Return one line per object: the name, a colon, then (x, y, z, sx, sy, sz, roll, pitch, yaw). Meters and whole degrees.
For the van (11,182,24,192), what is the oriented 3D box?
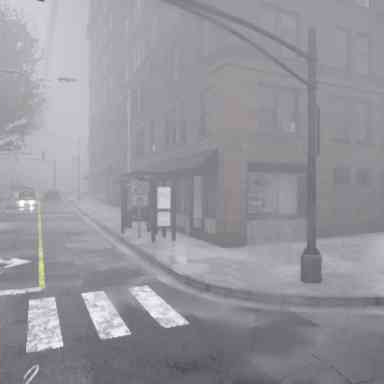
van: (-33.925, -0.964, 64.025, 1.690, 1.788, 3.998, 2, 1, -25)

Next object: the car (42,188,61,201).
car: (-17.417, 0.236, 41.276, 1.837, 1.490, 4.892, 0, 3, -25)

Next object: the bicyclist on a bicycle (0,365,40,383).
bicyclist on a bicycle: (-1.571, 1.449, 1.958, 1.509, 1.612, 0.866, -2, 1, -25)

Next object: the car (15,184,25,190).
car: (-41.900, -1.283, 81.143, 1.887, 1.381, 4.507, 2, 1, -25)

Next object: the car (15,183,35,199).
car: (-21.620, -0.011, 43.701, 2.128, 1.511, 4.902, 0, 3, -25)
